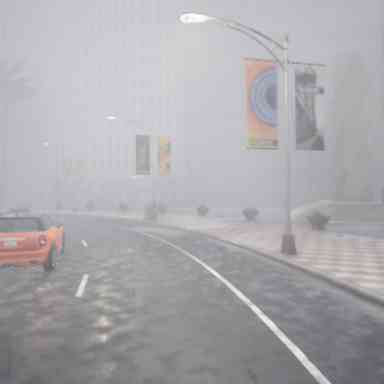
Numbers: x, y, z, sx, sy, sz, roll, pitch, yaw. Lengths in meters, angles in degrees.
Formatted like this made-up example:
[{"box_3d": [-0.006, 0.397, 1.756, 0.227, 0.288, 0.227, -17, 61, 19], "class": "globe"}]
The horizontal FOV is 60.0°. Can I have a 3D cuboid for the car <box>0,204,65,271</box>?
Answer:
[{"box_3d": [-5.509, 1.449, 11.089, 2.097, 1.767, 4.553, -1, 0, -16], "class": "car"}]
